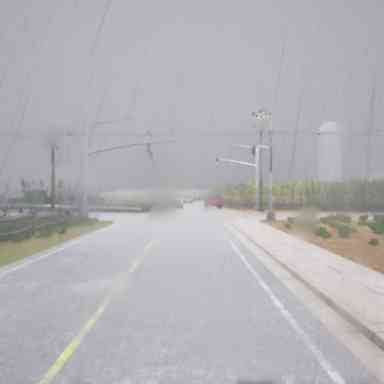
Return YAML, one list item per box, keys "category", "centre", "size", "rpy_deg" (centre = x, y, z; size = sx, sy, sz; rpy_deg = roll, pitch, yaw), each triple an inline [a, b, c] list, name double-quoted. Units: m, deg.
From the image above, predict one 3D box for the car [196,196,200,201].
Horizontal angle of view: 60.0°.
- category: "car"
  centre: [1.017, 1.722, 88.920]
  size: [1.882, 1.535, 5.008]
  rpy_deg: [0, 0, -3]

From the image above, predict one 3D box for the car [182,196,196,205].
- category: "car"
  centre: [-0.946, 1.684, 64.929]
  size: [2.128, 1.511, 4.902]
  rpy_deg: [0, 0, -2]

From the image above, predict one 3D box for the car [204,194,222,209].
- category: "car"
  centre: [3.008, 1.368, 47.553]
  size: [2.150, 2.045, 5.566]
  rpy_deg: [0, 0, -3]
